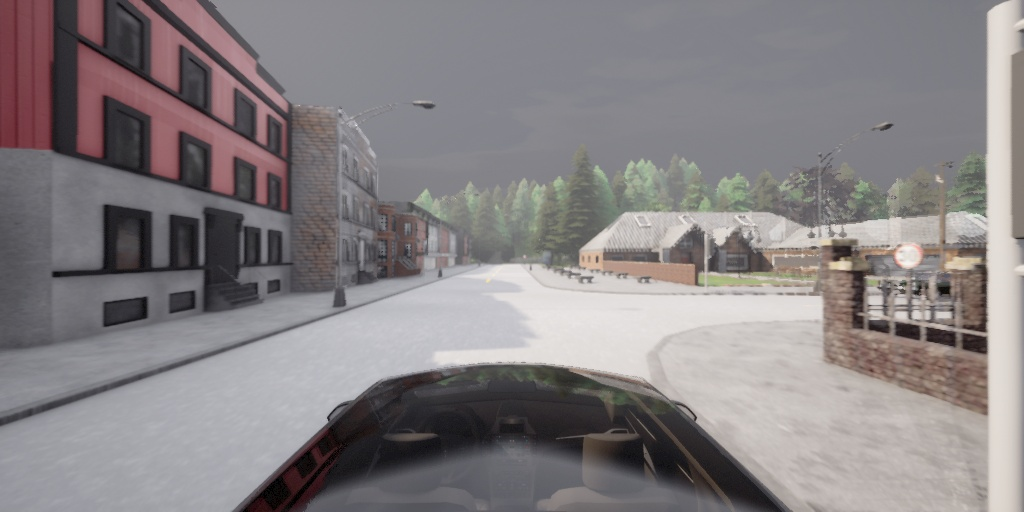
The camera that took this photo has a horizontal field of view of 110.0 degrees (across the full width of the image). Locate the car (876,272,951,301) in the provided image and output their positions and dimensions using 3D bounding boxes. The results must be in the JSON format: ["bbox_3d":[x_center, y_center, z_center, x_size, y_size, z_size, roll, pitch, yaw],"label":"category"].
[{"bbox_3d":[20.225,1.382,16.813,4.718,1.301,1.895,0,0,0],"label":"car"}]
